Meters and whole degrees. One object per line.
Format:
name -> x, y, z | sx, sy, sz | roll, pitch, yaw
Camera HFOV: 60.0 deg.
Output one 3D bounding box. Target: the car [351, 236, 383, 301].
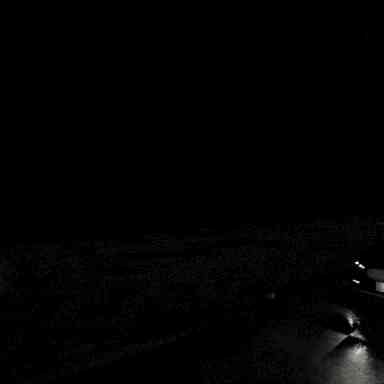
car -> 5.366, 1.373, 7.200 | 4.902, 1.511, 2.128 | -1, 1, -35
